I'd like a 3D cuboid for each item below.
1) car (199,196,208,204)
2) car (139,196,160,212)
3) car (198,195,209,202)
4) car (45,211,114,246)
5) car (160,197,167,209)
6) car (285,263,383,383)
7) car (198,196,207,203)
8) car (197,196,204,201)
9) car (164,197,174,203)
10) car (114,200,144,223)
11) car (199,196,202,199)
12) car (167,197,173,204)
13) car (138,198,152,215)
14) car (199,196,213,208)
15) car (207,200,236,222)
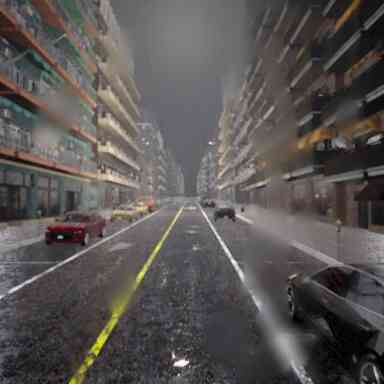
[{"bbox_3d":[2.480,1.692,72.346,1.967,1.590,4.097,2,0,0],"label":"car"},{"bbox_3d":[-5.341,1.438,38.357,2.192,1.841,5.009,2,0,0],"label":"car"},{"bbox_3d":[2.502,1.520,61.020,2.192,1.841,5.009,2,0,0],"label":"car"},{"bbox_3d":[-5.314,1.592,15.700,1.887,1.381,4.507,2,0,0],"label":"car"},{"bbox_3d":[-5.367,1.713,49.685,2.008,1.369,4.403,2,0,0],"label":"car"},{"bbox_3d":[2.582,1.580,4.377,1.947,1.339,4.313,2,0,0],"label":"car"},{"bbox_3d":[2.471,1.717,78.011,1.967,1.590,4.097,2,0,0],"label":"car"},{"bbox_3d":[2.442,1.885,95.174,1.752,1.417,4.829,2,0,0],"label":"car"},{"bbox_3d":[-5.411,1.822,78.004,1.887,1.381,4.507,2,0,0],"label":"car"},{"bbox_3d":[-5.331,1.609,26.857,1.752,1.417,4.829,2,0,0],"label":"car"},{"bbox_3d":[2.502,1.765,55.354,1.802,1.307,4.206,2,0,0],"label":"car"},{"bbox_3d":[-5.402,1.776,72.169,1.752,1.417,4.829,2,0,0],"label":"car"},{"bbox_3d":[-5.340,1.628,32.521,1.752,1.417,4.829,2,0,0],"label":"car"},{"bbox_3d":[2.511,1.728,49.692,1.947,1.339,4.313,2,0,0],"label":"car"},{"bbox_3d":[2.548,1.635,27.034,2.008,1.369,4.403,2,0,0],"label":"car"}]
